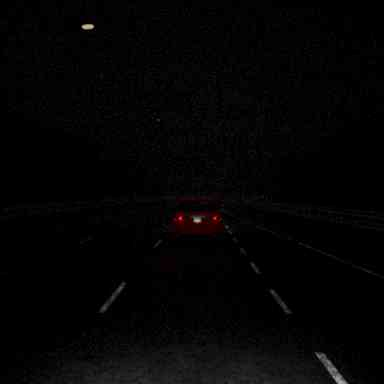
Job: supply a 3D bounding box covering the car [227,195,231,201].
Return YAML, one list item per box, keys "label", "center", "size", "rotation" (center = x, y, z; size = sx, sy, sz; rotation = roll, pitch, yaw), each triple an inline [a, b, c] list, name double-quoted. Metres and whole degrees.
- label: "car"
  center: [8.170, 1.754, 86.171]
  size: [2.033, 1.411, 5.357]
  rotation: [0, 0, 11]

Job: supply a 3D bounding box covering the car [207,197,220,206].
- label: "car"
  center: [3.908, 1.659, 59.367]
  size: [2.033, 1.411, 5.357]
  rotation: [0, 0, 7]

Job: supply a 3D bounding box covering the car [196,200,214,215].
- label: "car"
  center: [1.458, 1.584, 35.702]
  size: [1.812, 1.442, 4.674]
  rotation: [0, 0, 4]

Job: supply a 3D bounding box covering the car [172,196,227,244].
- label: "car"
  center: [0.316, 1.232, 15.987]
  size: [2.150, 2.045, 5.566]
  rotation: [0, 0, 2]
